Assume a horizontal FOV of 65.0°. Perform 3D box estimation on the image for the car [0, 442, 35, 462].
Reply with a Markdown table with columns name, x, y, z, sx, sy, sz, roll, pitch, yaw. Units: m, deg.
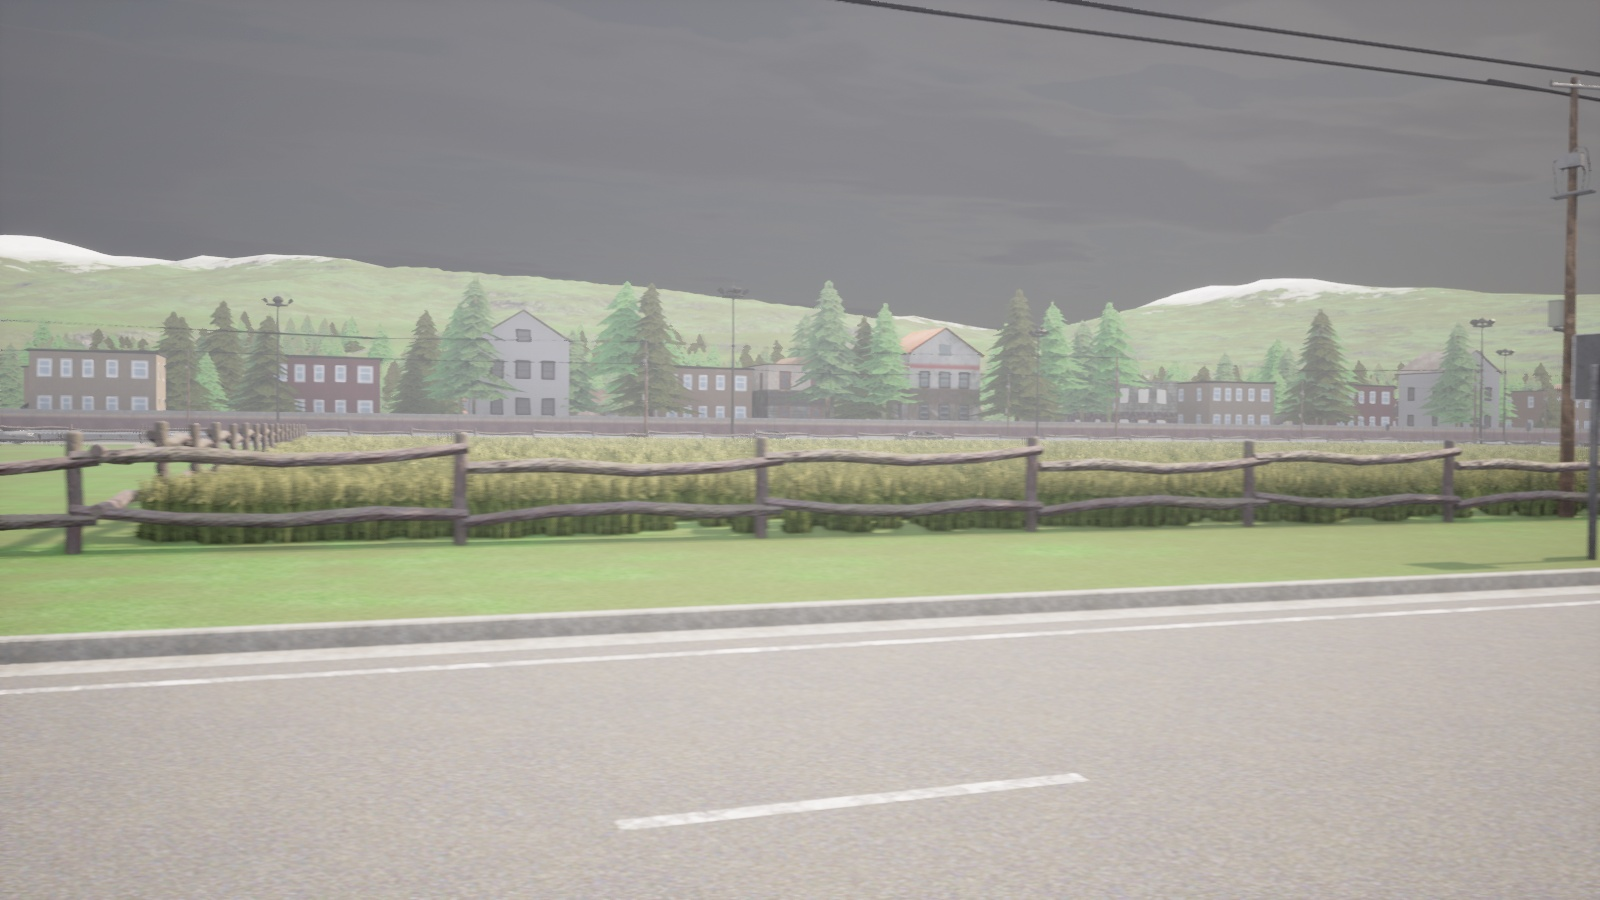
| name | x | y | z | sx | sy | sz | roll | pitch | yaw |
| --- | --- | --- | --- | --- | --- | --- | --- | --- | --- |
| car | -53.339 | 0.159 | 82.752 | 4.718 | 1.301 | 1.895 | -1 | 1 | -21 |
